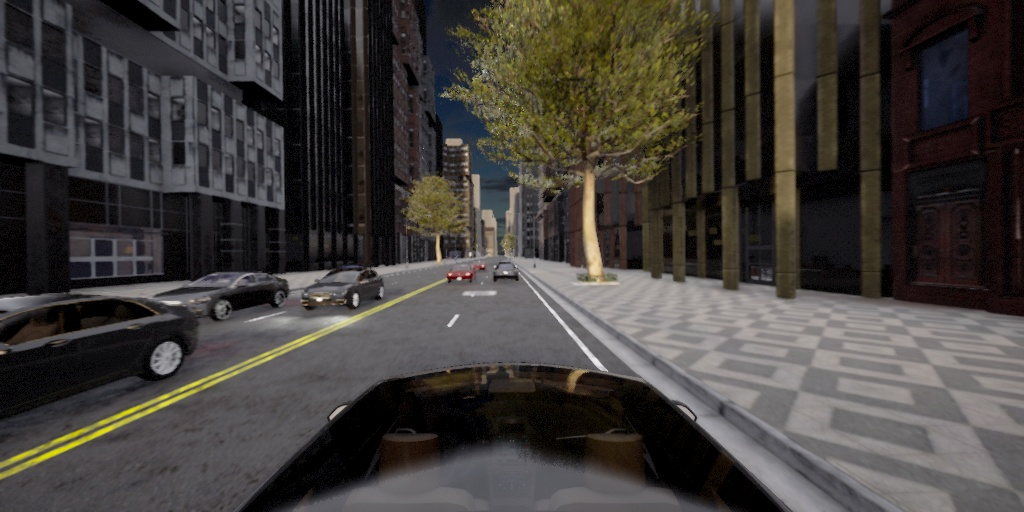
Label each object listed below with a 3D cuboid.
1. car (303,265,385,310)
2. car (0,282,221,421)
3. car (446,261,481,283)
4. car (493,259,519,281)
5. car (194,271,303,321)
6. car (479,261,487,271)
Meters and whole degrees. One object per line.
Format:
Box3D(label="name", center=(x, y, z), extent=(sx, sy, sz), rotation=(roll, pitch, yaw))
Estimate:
Box3D(label="car", center=(-6.860, 1.289, 15.106), extent=(1.837, 1.490, 4.892), rotation=(-1, 0, -1))
Box3D(label="car", center=(-6.630, 1.323, 4.576), extent=(1.837, 1.490, 4.892), rotation=(-1, 0, -1))
Box3D(label="car", center=(-3.739, 1.307, 27.438), extent=(1.895, 1.301, 4.718), rotation=(-1, 0, -1))
Box3D(label="car", center=(-0.491, 1.227, 28.955), extent=(1.994, 1.385, 4.181), rotation=(-1, 0, -1))
Box3D(label="car", center=(-10.061, 1.320, 12.833), extent=(2.128, 1.511, 4.902), rotation=(-1, 0, -1))
Box3D(label="car", center=(-4.140, 1.253, 45.427), extent=(1.895, 1.301, 4.718), rotation=(-1, 0, -1))
